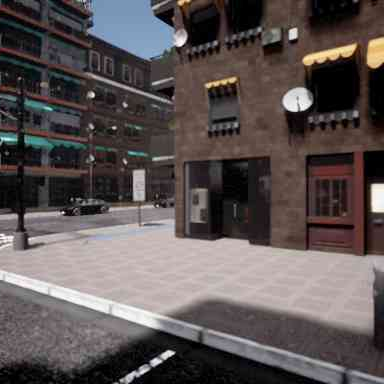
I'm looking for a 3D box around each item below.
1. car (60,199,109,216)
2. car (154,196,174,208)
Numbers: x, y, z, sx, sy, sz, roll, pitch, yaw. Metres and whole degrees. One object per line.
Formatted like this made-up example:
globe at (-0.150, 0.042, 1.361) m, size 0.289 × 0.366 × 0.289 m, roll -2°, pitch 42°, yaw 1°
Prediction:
car at (-9.113, 1.267, 28.503) m, size 1.947 × 1.339 × 4.313 m, roll 1°, pitch 1°, yaw 35°
car at (-2.476, 1.084, 37.680) m, size 1.947 × 1.339 × 4.313 m, roll 1°, pitch 1°, yaw 35°
